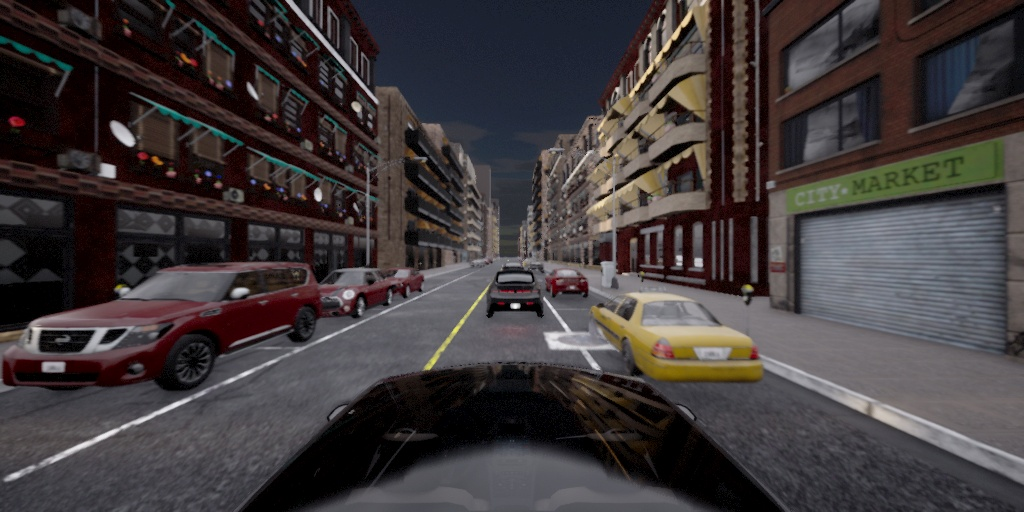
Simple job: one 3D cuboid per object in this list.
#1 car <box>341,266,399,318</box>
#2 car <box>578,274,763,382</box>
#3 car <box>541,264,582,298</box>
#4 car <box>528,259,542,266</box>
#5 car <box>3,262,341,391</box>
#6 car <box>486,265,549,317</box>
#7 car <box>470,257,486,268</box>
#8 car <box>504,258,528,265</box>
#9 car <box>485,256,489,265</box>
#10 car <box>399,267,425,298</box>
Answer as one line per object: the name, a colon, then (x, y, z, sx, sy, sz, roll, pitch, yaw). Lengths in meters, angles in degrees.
car: (-5.693, 1.172, 12.600, 1.967, 1.591, 4.097, 0, 0, 0)
car: (2.688, 1.267, 7.131, 1.751, 1.417, 4.829, 0, 0, 0)
car: (2.688, 1.268, 18.233, 1.888, 1.381, 4.507, 0, 0, 0)
car: (2.687, 1.235, 40.778, 2.007, 1.370, 4.403, 0, 0, 0)
car: (-5.692, 1.056, 6.964, 2.192, 1.841, 5.009, 0, 0, 0)
car: (0.100, 1.236, 13.177, 1.837, 1.490, 4.892, 0, 0, 0)
car: (-5.694, 1.205, 57.690, 2.007, 1.370, 4.403, 0, 0, 0)
car: (0.099, 1.179, 31.154, 1.882, 1.535, 5.008, 0, 0, 0)
car: (-5.695, 1.195, 63.327, 2.007, 1.370, 4.403, 0, 0, 0)
car: (-5.692, 1.268, 18.237, 1.888, 1.381, 4.507, 0, 0, 0)
